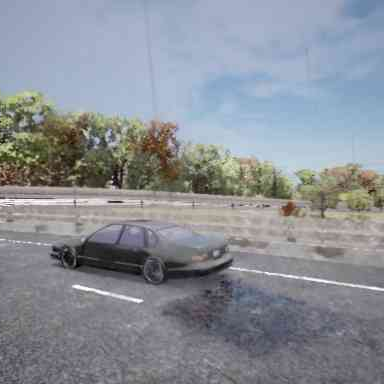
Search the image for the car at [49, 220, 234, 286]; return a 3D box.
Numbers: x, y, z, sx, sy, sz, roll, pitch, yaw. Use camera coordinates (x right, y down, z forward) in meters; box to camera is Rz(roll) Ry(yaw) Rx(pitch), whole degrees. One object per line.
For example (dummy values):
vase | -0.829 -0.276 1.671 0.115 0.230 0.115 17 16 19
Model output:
car | -1.566 1.484 9.152 5.357 1.411 2.033 0 0 32
